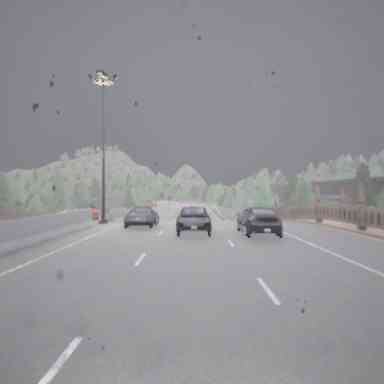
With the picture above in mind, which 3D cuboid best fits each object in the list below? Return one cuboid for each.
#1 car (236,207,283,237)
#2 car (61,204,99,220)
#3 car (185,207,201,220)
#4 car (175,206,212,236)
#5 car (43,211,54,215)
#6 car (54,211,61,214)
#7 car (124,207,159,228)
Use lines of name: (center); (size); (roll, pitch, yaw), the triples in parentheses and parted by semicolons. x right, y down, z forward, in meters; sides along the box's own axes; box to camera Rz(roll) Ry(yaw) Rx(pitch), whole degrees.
car: (3.597, 1.570, 18.249); (1.837, 1.490, 4.892); (0, 0, 0)
car: (-10.597, 1.915, 32.463); (2.097, 1.767, 4.553); (0, -4, 0)
car: (0.102, 2.519, 38.368); (1.812, 1.442, 4.674); (0, -5, 0)
car: (0.096, 1.561, 18.853); (2.128, 1.511, 4.902); (0, -1, 0)
car: (-17.588, 3.073, 43.417); (1.895, 1.301, 4.718); (0, -6, 0)
car: (-14.088, 2.558, 39.347); (1.882, 1.535, 5.008); (0, -5, 0)
car: (-3.404, 1.707, 23.018); (1.994, 1.385, 4.181); (0, -1, 0)
